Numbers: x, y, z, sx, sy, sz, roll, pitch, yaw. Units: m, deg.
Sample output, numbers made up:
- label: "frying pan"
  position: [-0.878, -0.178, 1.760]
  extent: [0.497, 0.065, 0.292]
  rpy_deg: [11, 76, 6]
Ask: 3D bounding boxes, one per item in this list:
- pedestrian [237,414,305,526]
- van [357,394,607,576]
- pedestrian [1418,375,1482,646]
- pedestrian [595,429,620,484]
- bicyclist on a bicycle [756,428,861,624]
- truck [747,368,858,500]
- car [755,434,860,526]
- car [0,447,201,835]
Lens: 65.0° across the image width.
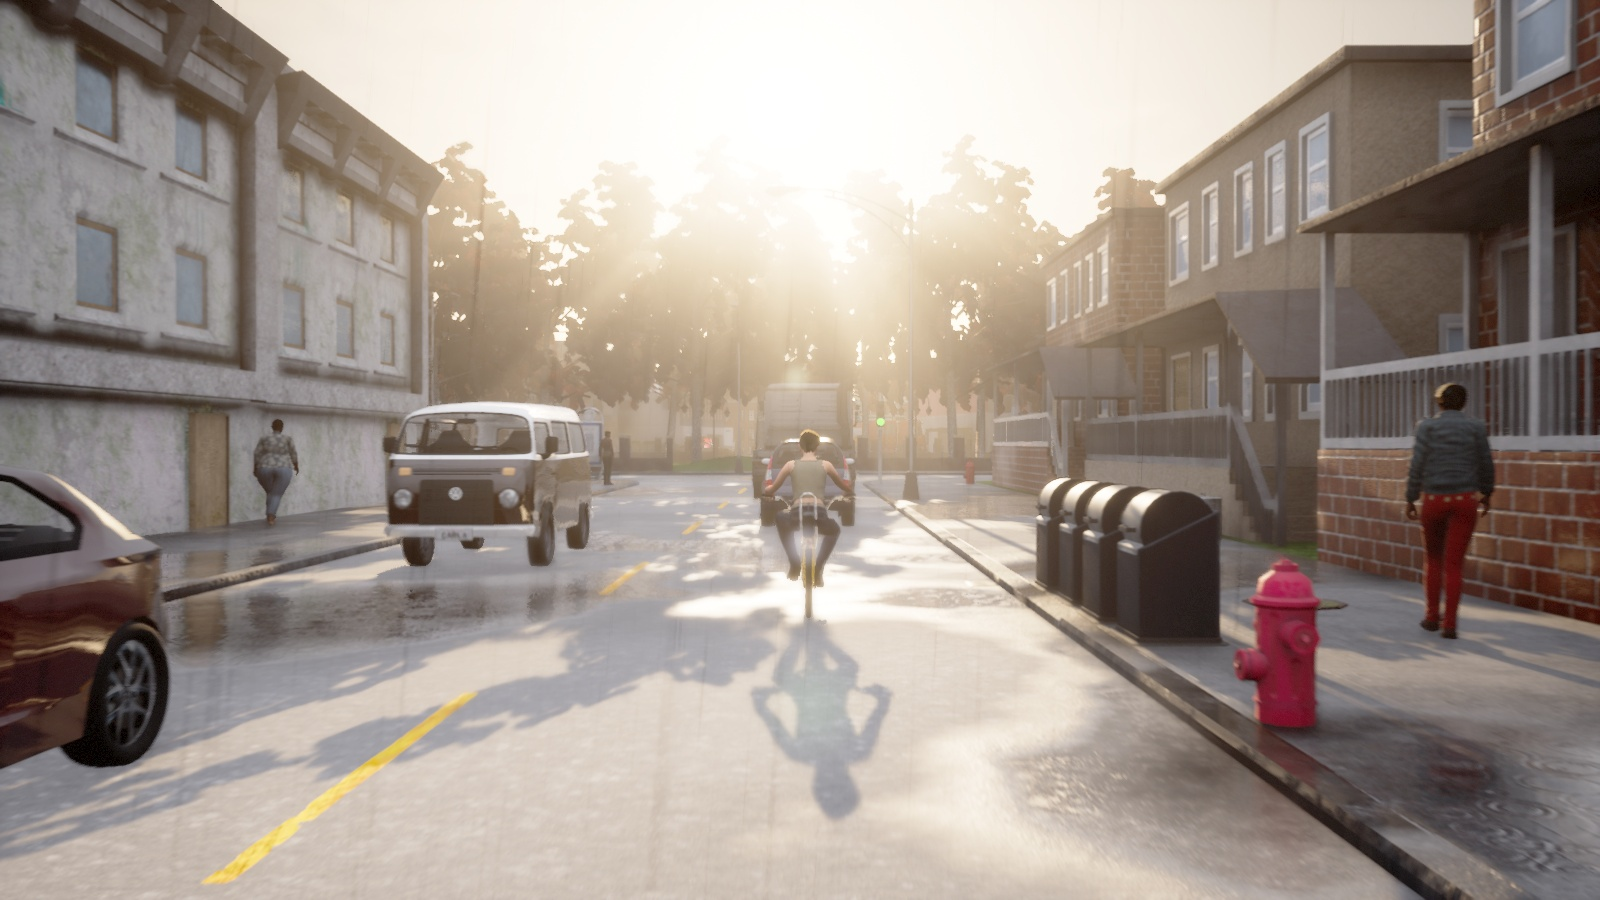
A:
- label: "pedestrian"
  position: [-9.008, 0.332, 21.425]
  extent: [0.874, 1.855, 0.900]
  rpy_deg: [0, 0, -9]
- label: "van"
  position: [-3.892, 0.378, 16.244]
  extent: [2.069, 2.038, 4.480]
  rpy_deg: [0, 0, 0]
- label: "pedestrian"
  position: [4.594, 0.411, 8.895]
  extent: [0.353, 1.847, 0.614]
  rpy_deg: [0, 0, 23]
- label: "pedestrian"
  position: [-6.424, 0.223, 41.915]
  extent: [0.328, 1.805, 0.869]
  rpy_deg: [0, 0, 30]
- label: "bicyclist on a bicycle"
  position: [0.077, 0.623, 11.120]
  extent: [0.866, 1.612, 1.509]
  rpy_deg: [0, 0, 0]
- label: "truck"
  position: [0.208, -0.436, 36.779]
  extent: [2.891, 3.462, 7.936]
  rpy_deg: [0, 0, 2]
- label: "car"
  position: [0.150, 0.514, 24.067]
  extent: [1.851, 1.617, 3.988]
  rpy_deg: [0, 0, 0]
- label: "car"
  position: [-3.960, 0.734, 4.281]
  extent: [1.816, 1.474, 4.193]
  rpy_deg: [0, 0, 0]
